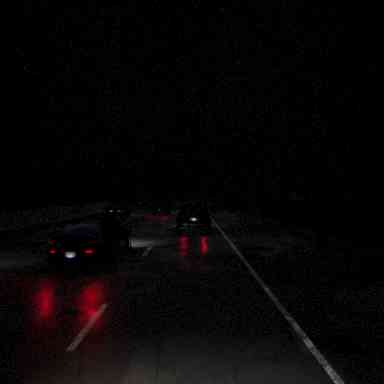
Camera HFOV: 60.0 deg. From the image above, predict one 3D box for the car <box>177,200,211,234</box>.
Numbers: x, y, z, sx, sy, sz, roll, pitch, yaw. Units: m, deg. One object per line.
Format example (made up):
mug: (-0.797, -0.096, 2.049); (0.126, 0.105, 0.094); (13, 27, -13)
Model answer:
car: (0.102, 1.524, 19.991); (2.033, 1.649, 4.856); (0, 0, 0)

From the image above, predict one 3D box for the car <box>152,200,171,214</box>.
car: (-3.395, 1.671, 37.417); (2.128, 1.511, 4.902); (0, 0, 0)

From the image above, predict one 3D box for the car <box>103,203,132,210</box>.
car: (-6.896, 1.691, 30.864); (2.033, 1.411, 5.357); (0, 0, 0)

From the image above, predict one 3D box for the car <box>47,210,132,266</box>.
car: (-3.398, 1.579, 11.595); (1.812, 1.442, 4.674); (0, 0, 0)
